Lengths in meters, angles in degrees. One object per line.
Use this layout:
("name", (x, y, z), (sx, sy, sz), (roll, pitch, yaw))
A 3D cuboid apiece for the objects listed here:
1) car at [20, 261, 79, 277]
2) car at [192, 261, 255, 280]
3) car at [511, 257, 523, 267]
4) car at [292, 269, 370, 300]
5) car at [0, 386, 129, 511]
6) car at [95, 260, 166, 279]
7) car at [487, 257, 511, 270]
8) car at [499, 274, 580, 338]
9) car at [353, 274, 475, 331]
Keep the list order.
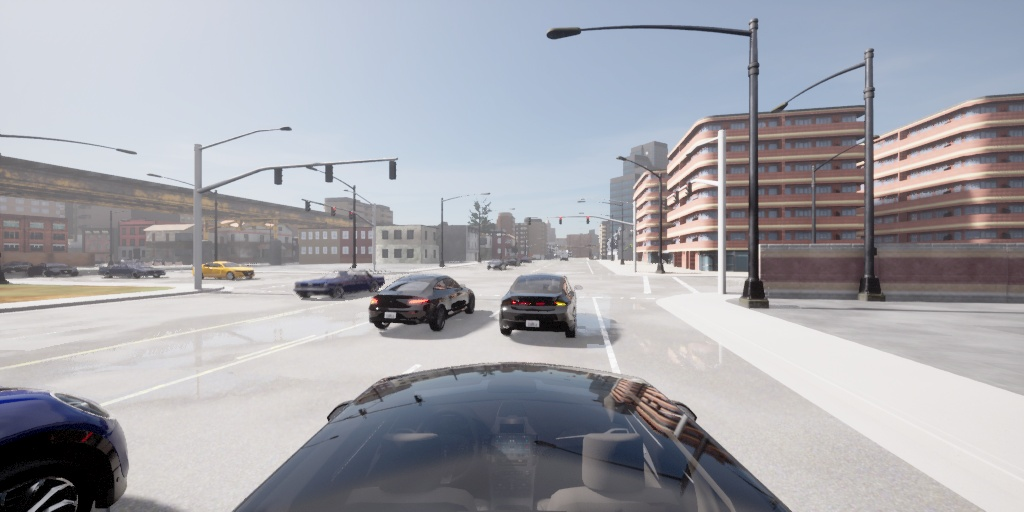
("car", (-43.955, 1.314, 34.306), (4.181, 1.385, 1.994), (0, 0, 15))
("car", (-24.580, 1.228, 30.627), (5.008, 1.535, 1.882), (0, 0, 10))
("car", (0.118, 0.930, 59.005), (1.882, 1.535, 5.008), (0, 1, 11))
("car", (-8.477, 1.348, 17.982), (1.895, 1.301, 4.718), (0, 0, 11))
("car", (-4.029, 1.102, 0.798), (2.097, 1.767, 4.553), (0, 0, 4))
("car", (-34.237, 1.297, 32.266), (5.357, 1.411, 2.033), (0, 0, 9))
("car", (-2.002, 1.106, 48.114), (2.128, 1.511, 4.902), (0, 1, 11))
("car", (0.914, 1.255, 10.335), (1.837, 1.490, 4.892), (0, 0, 11))
("car", (-2.531, 1.276, 10.977), (1.812, 1.442, 4.674), (0, 0, 11))
